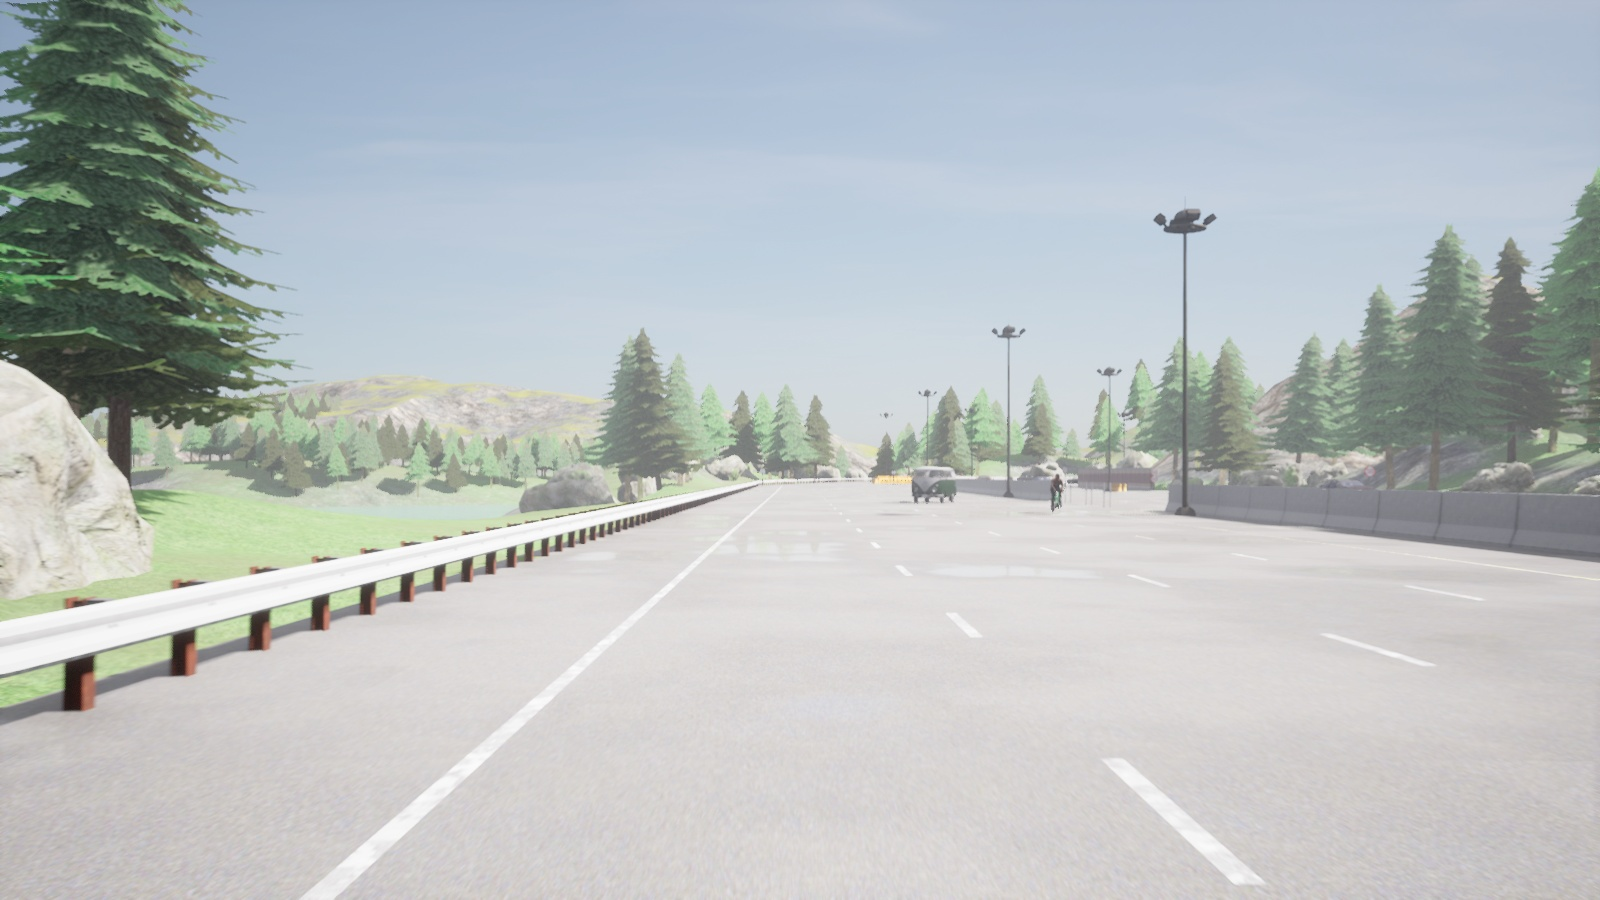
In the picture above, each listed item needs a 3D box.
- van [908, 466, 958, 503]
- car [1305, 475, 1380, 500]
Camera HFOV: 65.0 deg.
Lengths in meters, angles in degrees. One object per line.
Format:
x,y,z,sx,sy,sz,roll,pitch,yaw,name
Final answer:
7.384,1.883,69.269,1.775,1.987,4.442,-1,-1,18,van
31.323,2.147,72.709,2.033,1.411,5.357,0,-1,0,car
